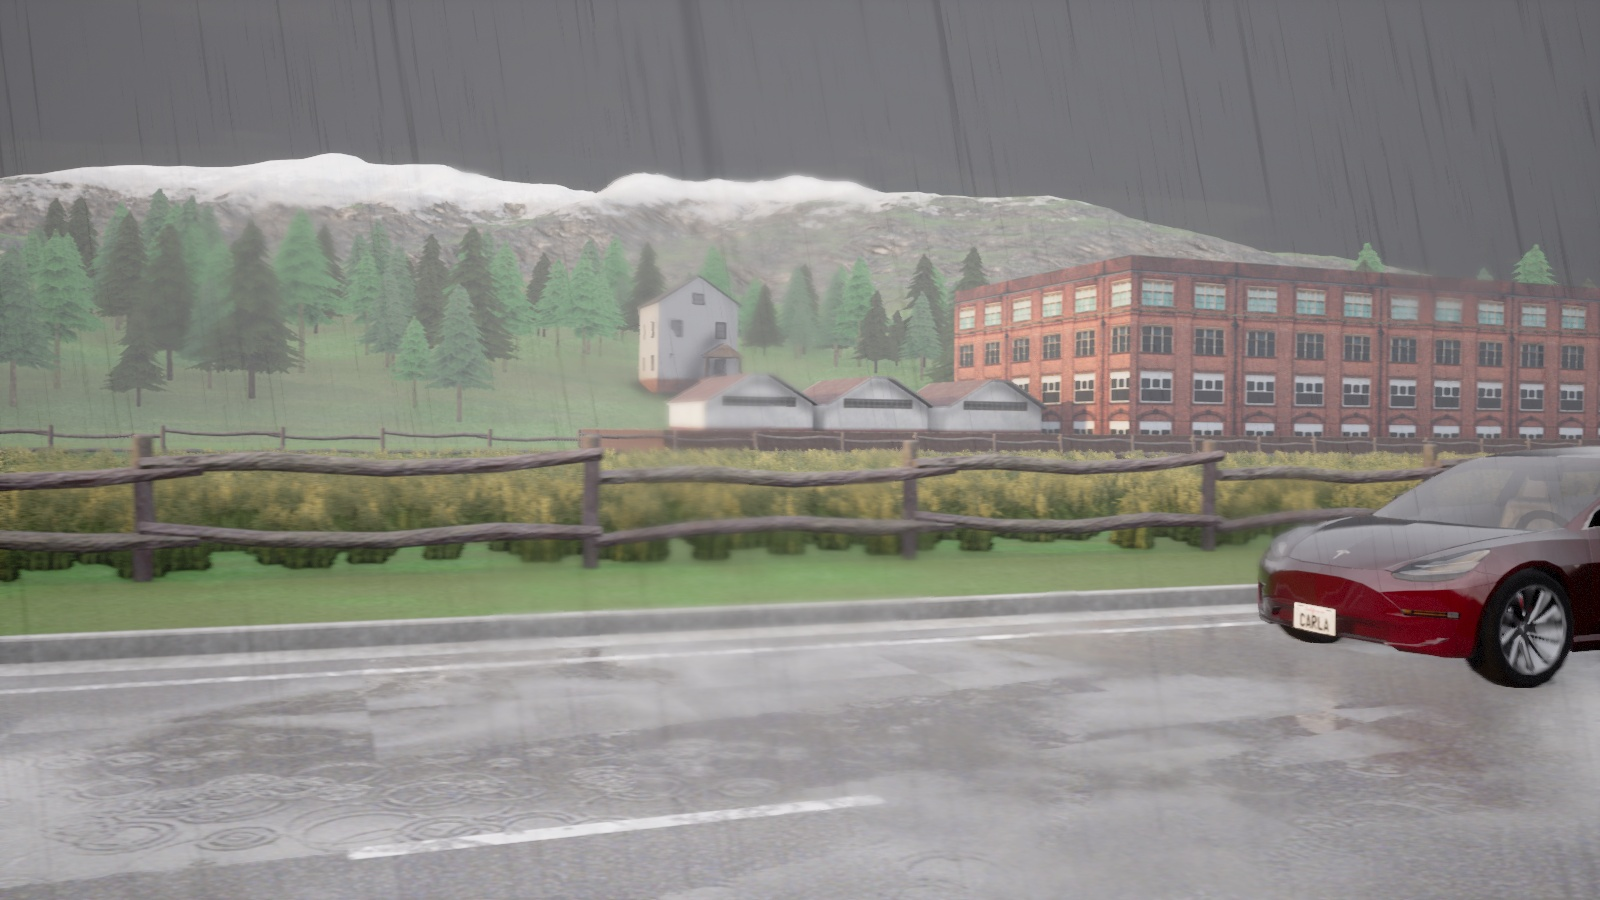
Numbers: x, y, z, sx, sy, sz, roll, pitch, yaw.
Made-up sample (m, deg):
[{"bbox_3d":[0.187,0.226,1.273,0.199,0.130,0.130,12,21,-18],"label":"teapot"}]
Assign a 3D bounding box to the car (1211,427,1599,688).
[{"bbox_3d":[5.670,0.588,9.137,4.792,1.488,2.163,-1,1,-21],"label":"car"}]
